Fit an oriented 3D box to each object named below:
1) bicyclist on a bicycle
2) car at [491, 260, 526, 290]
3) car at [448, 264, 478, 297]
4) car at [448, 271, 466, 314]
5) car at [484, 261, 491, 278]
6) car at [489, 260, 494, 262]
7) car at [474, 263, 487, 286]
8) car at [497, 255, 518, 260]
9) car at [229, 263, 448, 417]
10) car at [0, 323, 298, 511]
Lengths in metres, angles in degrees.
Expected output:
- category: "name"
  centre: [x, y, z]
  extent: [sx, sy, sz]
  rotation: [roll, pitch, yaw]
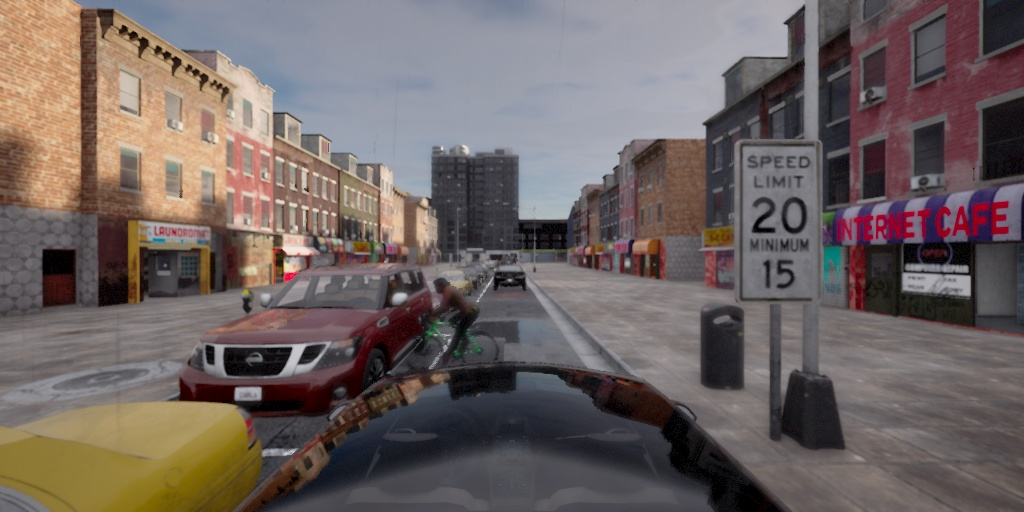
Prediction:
- category: "bicyclist on a bicycle"
  centre: [-1.058, 1.197, 6.201]
  extent: [1.656, 1.620, 0.582]
  rotation: [-2, 0, -1]
- category: "car"
  centre: [-0.136, 1.225, 22.625]
  extent: [1.882, 1.535, 5.008]
  rotation: [0, 0, -1]
- category: "car"
  centre: [-2.803, 1.273, 16.846]
  extent: [1.751, 1.417, 4.829]
  rotation: [0, 0, -1]
- category: "car"
  centre: [-2.740, 1.330, 11.564]
  extent: [1.802, 1.307, 4.207]
  rotation: [0, 0, -1]
- category: "car"
  centre: [-2.937, 1.313, 27.919]
  extent: [1.948, 1.339, 4.313]
  rotation: [0, 0, -1]
- category: "car"
  centre: [-3.002, 1.298, 33.370]
  extent: [2.007, 1.370, 4.403]
  rotation: [0, 0, -1]
- category: "car"
  centre: [-2.871, 1.313, 22.467]
  extent: [1.948, 1.339, 4.313]
  rotation: [0, 0, -1]
- category: "car"
  centre: [-0.397, 0.966, 44.208]
  extent: [2.150, 2.045, 5.566]
  rotation: [0, 0, 0]
- category: "car"
  centre: [-2.674, 1.064, 6.112]
  extent: [2.192, 1.841, 5.009]
  rotation: [0, 0, -1]
- category: "car"
  centre: [-2.606, 1.276, 0.491]
  extent: [1.751, 1.417, 4.829]
  rotation: [0, 0, -1]
